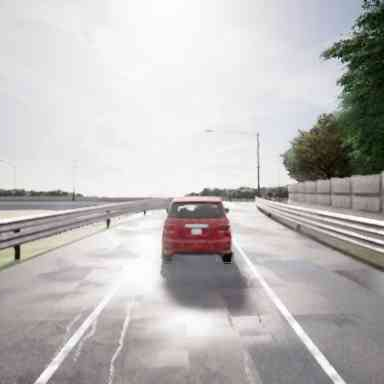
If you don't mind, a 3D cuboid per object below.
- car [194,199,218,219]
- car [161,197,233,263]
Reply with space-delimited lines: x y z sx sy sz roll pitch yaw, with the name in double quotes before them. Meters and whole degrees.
"car" 1.338 1.423 29.287 1.812 1.442 4.674 0 0 6
"car" 0.206 1.182 11.971 2.150 2.045 5.566 0 0 2
